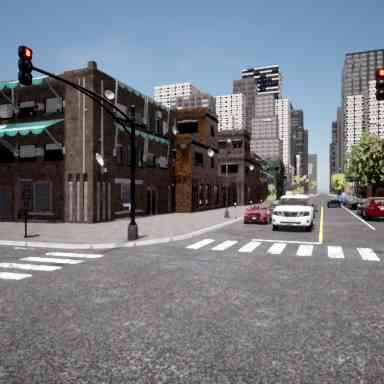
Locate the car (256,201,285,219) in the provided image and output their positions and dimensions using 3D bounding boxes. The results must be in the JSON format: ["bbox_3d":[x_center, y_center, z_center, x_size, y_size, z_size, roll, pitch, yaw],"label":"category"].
[{"bbox_3d":[7.181,1.580,29.932,1.947,1.339,4.313,0,0,22],"label":"car"}]

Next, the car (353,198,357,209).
[{"bbox_3d":[17.004,1.586,32.000,1.947,1.339,4.313,0,0,22],"label":"car"}]

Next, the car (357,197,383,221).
[{"bbox_3d":[14.978,1.330,26.859,2.192,1.841,5.009,0,0,22],"label":"car"}]

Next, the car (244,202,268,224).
[{"bbox_3d":[5.074,1.554,24.828,1.887,1.381,4.507,0,0,22],"label":"car"}]

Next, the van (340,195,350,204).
[{"bbox_3d":[31.189,1.418,67.982,1.690,1.788,3.998,0,0,22],"label":"van"}]

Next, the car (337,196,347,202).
[{"bbox_3d":[35.242,1.683,78.261,1.802,1.307,4.206,0,0,22],"label":"car"}]

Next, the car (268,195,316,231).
[{"bbox_3d":[6.499,1.230,21.103,2.150,2.045,5.566,0,0,22],"label":"car"}]

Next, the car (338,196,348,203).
[{"bbox_3d":[33.278,1.615,73.280,1.752,1.417,4.829,0,0,22],"label":"car"}]

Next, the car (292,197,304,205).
[{"bbox_3d":[19.277,1.581,60.615,1.752,1.417,4.829,0,0,22],"label":"car"}]

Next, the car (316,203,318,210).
[{"bbox_3d":[10.203,1.580,30.447,1.994,1.385,4.181,0,0,22],"label":"car"}]

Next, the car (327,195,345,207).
[{"bbox_3d":[21.601,1.534,50.721,2.128,1.511,4.902,0,0,22],"label":"car"}]

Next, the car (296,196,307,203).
[{"bbox_3d":[23.393,1.628,71.055,2.008,1.369,4.403,0,0,22],"label":"car"}]

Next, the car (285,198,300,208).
[{"bbox_3d":[15.287,1.620,50.494,1.802,1.307,4.206,0,0,22],"label":"car"}]

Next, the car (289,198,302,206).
[{"bbox_3d":[17.313,1.629,55.633,1.802,1.307,4.206,0,0,22],"label":"car"}]

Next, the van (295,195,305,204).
[{"bbox_3d":[21.367,1.407,65.914,1.690,1.788,3.998,0,0,22],"label":"van"}]

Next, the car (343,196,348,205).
[{"bbox_3d":[23.083,1.589,47.421,2.008,1.369,4.403,0,0,22],"label":"car"}]

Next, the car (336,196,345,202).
[{"bbox_3d":[37.269,1.679,83.403,1.947,1.339,4.313,0,0,22],"label":"car"}]

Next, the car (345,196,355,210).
[{"bbox_3d":[21.057,1.597,42.280,1.947,1.339,4.313,0,0,22],"label":"car"}]

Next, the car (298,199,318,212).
[{"bbox_3d":[14.055,1.573,40.035,2.033,1.411,5.357,0,0,22],"label":"car"}]
